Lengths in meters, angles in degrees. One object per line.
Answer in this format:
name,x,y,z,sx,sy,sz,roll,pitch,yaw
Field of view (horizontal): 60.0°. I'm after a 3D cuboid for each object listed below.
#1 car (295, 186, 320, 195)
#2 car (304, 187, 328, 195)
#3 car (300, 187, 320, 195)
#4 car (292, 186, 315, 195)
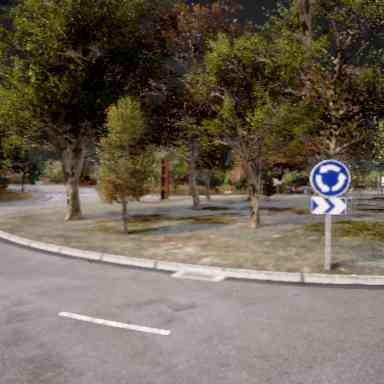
car,28.305,-0.391,81.612,5.566,2.045,2.435,1,0,13
car,33.176,-0.341,89.081,5.566,2.045,2.435,0,0,13
car,29.857,-0.242,84.116,4.553,1.767,2.185,1,0,13
car,25.076,-0.188,76.598,4.892,1.521,2.231,1,0,12
